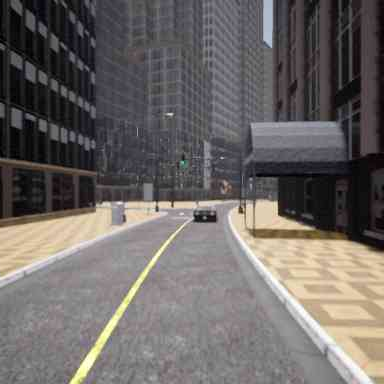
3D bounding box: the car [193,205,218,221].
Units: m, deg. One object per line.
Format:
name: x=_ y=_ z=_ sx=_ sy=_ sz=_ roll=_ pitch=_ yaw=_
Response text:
car: x=1.219 y=1.734 z=28.253 sx=1.895 sy=1.301 sz=4.718 roll=0 pitch=0 yaw=6
